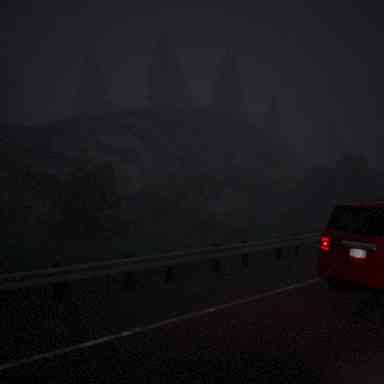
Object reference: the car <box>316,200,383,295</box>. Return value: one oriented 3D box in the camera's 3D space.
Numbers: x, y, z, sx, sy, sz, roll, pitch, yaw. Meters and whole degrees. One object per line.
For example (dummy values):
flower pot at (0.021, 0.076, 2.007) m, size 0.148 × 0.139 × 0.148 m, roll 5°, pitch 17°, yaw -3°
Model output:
car at (5.145, 1.199, 7.703) m, size 5.566 × 2.045 × 2.150 m, roll 0°, pitch 0°, yaw -38°
